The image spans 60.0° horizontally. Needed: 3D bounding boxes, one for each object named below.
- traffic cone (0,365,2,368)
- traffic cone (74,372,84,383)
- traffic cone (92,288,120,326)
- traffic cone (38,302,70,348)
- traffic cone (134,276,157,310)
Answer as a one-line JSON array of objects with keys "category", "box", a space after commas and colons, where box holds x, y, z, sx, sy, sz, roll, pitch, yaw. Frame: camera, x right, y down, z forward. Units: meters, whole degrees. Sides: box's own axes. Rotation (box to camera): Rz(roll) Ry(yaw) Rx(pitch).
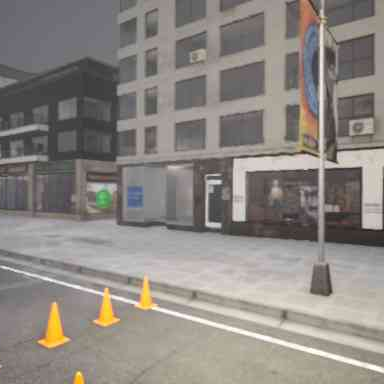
[{"category": "traffic cone", "box": [-2.681, 1.974, 4.254, 0.340, 0.580, 0.340, 0, 0, 36]}, {"category": "traffic cone", "box": [-1.055, 1.974, 3.090, 0.340, 0.580, 0.340, 0, 0, 36]}, {"category": "traffic cone", "box": [-1.518, 1.990, 5.880, 0.340, 0.580, 0.340, 0, 0, 36]}, {"category": "traffic cone", "box": [-2.100, 1.982, 5.067, 0.340, 0.580, 0.340, 0, 0, 36]}, {"category": "traffic cone", "box": [-0.936, 1.998, 6.694, 0.340, 0.580, 0.340, 0, 0, 36]}]
